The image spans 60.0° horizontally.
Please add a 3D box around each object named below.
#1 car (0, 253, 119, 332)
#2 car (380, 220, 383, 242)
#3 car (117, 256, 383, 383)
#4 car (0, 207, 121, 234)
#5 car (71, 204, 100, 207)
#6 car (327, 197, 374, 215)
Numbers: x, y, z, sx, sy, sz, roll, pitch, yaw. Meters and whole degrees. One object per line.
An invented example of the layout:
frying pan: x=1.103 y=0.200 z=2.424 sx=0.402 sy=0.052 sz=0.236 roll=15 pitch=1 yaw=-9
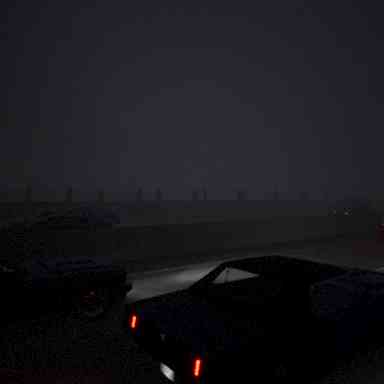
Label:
car: x=-3.458 y=1.604 z=5.578 sx=4.718 sy=1.301 sz=1.895 roll=1 pitch=0 yaw=-35
car: x=11.017 y=1.523 z=15.902 sx=4.553 sy=1.767 sz=2.097 roll=1 pitch=0 yaw=-35
car: x=1.544 y=1.637 z=4.845 sx=4.718 sy=1.301 sz=1.895 roll=1 pitch=0 yaw=-35
car: x=-5.525 y=1.519 z=12.948 sx=4.902 sy=1.511 sz=2.128 roll=1 pitch=0 yaw=-35
car: x=-6.920 y=1.535 z=20.551 sx=5.008 sy=1.535 sz=1.882 roll=1 pitch=0 yaw=-35
car: x=15.403 y=1.517 z=32.151 sx=5.566 sy=2.045 sz=2.150 roll=0 pitch=0 yaw=-35
